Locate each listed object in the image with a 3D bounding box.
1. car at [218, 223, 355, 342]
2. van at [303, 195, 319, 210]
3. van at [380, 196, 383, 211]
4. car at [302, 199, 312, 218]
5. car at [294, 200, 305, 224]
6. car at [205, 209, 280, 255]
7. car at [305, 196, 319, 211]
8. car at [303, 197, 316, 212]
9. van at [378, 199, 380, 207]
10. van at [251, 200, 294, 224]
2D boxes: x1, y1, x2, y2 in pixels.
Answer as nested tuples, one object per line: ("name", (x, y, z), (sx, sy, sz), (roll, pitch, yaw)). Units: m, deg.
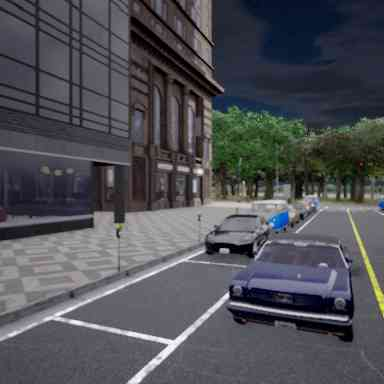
("car", (2.233, 1.598, 6.782), (1.895, 1.301, 4.718), (0, 0, 24))
("van", (15.298, 1.335, 42.694), (1.690, 1.788, 3.998), (0, 0, 24))
("van", (20.854, 1.331, 34.245), (1.690, 1.788, 3.998), (0, 0, 24))
("car", (8.627, 1.560, 27.807), (1.947, 1.339, 4.313), (0, 0, 24))
("car", (6.334, 1.520, 22.690), (1.752, 1.417, 4.829), (0, 0, 24))
("car", (1.956, 1.563, 12.921), (1.947, 1.339, 4.313), (0, 0, 24))
("car", (13.075, 1.434, 37.731), (1.967, 1.590, 4.097), (0, 0, 24))
("car", (10.782, 1.519, 32.614), (1.752, 1.417, 4.829), (0, 0, 24))
("van", (23.078, 1.331, 39.207), (1.690, 1.788, 3.998), (0, 0, 24))
("van", (4.179, 1.337, 17.883), (1.690, 1.788, 3.998), (0, 0, 24))
